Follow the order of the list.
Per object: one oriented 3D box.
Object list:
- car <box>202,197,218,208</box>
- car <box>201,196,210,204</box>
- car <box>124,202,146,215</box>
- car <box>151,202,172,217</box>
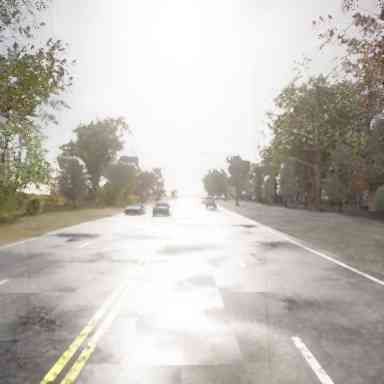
[{"bbox_3d":[3.354,2.096,60.201,2.033,1.411,5.357,0,-1,0],"label":"car"},{"bbox_3d":[3.279,2.416,83.541,1.895,1.301,4.718,0,-1,0],"label":"car"},{"bbox_3d":[-6.517,1.926,38.679,2.033,1.411,5.357,0,-1,1],"label":"car"},{"bbox_3d":[-3.290,1.862,36.490,1.837,1.490,4.892,0,-1,1],"label":"car"}]
